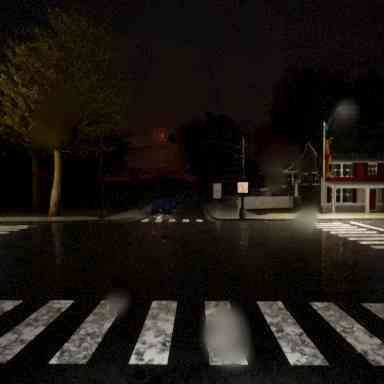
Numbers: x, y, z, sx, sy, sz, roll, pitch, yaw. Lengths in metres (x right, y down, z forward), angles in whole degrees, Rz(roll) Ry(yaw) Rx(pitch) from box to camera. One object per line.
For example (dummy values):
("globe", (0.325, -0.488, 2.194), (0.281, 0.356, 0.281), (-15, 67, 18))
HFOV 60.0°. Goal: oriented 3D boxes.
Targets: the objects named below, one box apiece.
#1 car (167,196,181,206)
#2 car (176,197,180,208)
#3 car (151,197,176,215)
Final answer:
("car", (-2.876, 1.480, 54.698), (2.033, 1.411, 5.357), (0, 0, 0))
("car", (-2.923, 1.457, 44.070), (1.837, 1.490, 4.892), (0, 0, 0))
("car", (-2.965, 1.445, 33.767), (1.882, 1.535, 5.008), (0, 0, 0))
